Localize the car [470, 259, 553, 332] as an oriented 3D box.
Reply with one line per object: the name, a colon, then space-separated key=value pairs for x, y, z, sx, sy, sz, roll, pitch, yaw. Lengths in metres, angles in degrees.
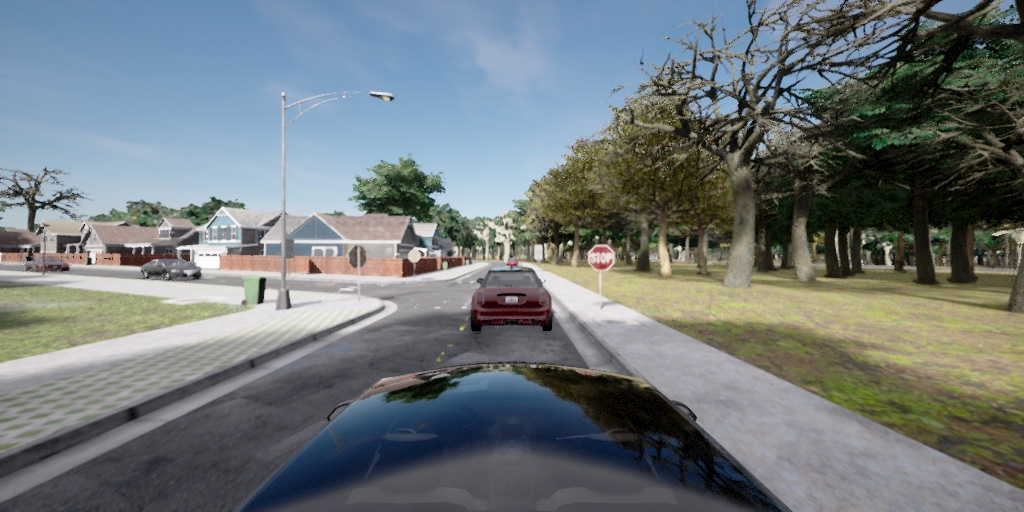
car: x=-0.025 y=1.079 z=10.870 sx=2.097 sy=1.767 sz=4.553 roll=0 pitch=0 yaw=-1

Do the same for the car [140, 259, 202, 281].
car: x=-24.263 y=0.959 z=25.528 sx=4.902 sy=1.511 sz=2.128 roll=1 pitch=0 yaw=23

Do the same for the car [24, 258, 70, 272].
car: x=-44.406 y=0.837 z=34.242 sx=4.181 sy=1.385 sz=1.994 roll=0 pitch=0 yaw=24

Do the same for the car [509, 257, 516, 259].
car: x=0.076 y=1.207 z=64.626 sx=1.994 sy=1.385 sz=4.181 roll=0 pitch=0 yaw=1
